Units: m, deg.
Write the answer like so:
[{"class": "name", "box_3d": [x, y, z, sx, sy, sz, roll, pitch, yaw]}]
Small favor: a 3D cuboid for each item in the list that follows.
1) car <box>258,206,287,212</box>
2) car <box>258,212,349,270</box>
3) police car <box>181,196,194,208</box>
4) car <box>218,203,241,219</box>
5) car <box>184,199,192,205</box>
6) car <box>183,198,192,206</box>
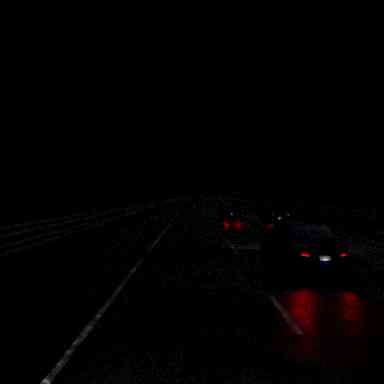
[{"class": "car", "box_3d": [7.107, 1.886, 29.066, 1.895, 1.301, 4.718, 0, -1, 0]}, {"class": "car", "box_3d": [3.603, 1.637, 11.294, 1.812, 1.442, 4.674, 0, 0, 0]}, {"class": "police car", "box_3d": [-1.034, 2.030, 61.864, 1.930, 1.638, 5.238, 0, -1, 0]}, {"class": "car", "box_3d": [3.608, 1.812, 32.624, 2.128, 1.511, 4.902, 0, 0, 0]}, {"class": "car", "box_3d": [-0.948, 2.285, 77.751, 1.812, 1.442, 4.674, 0, -1, 1]}, {"class": "car", "box_3d": [-1.005, 2.179, 71.753, 1.882, 1.535, 5.008, 0, -1, 0]}]
